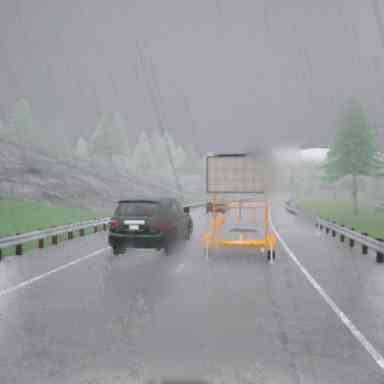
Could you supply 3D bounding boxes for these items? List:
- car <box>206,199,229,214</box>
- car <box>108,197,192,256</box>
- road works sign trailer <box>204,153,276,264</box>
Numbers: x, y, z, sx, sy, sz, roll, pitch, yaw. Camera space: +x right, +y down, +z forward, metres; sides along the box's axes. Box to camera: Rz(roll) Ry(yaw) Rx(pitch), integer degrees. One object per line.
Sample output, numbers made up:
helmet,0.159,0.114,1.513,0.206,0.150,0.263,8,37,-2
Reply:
car,2.731,1.420,34.454,1.882,1.535,5.008,0,0,13
car,-1.417,1.199,13.179,2.150,2.045,5.566,0,0,9
road works sign trailer,1.735,0.444,11.915,2.380,3.560,2.880,0,0,10
